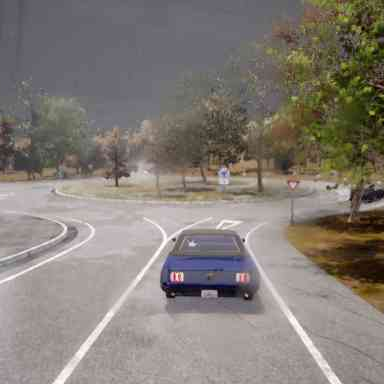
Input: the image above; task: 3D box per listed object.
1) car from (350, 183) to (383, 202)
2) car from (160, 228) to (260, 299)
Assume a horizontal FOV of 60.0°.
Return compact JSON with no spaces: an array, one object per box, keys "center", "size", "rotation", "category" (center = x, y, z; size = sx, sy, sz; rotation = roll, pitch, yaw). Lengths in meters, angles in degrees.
[{"center":[15.504,-0.060,29.382],"size":[1.837,1.490,4.892],"rotation":[7,9,42],"category":"car"},{"center":[0.420,1.561,8.356],"size":[1.895,1.301,4.718],"rotation":[0,1,2],"category":"car"}]
